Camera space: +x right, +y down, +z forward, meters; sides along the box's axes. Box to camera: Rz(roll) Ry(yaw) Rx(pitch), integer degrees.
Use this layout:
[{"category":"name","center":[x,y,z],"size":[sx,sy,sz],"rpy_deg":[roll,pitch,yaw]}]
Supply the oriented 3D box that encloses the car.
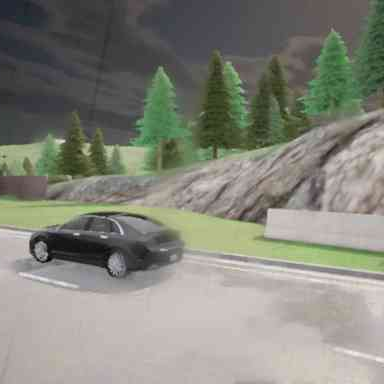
[{"category":"car","center":[-2.510,1.303,9.358],"size":[4.892,1.490,1.837],"rpy_deg":[2,1,31]}]
